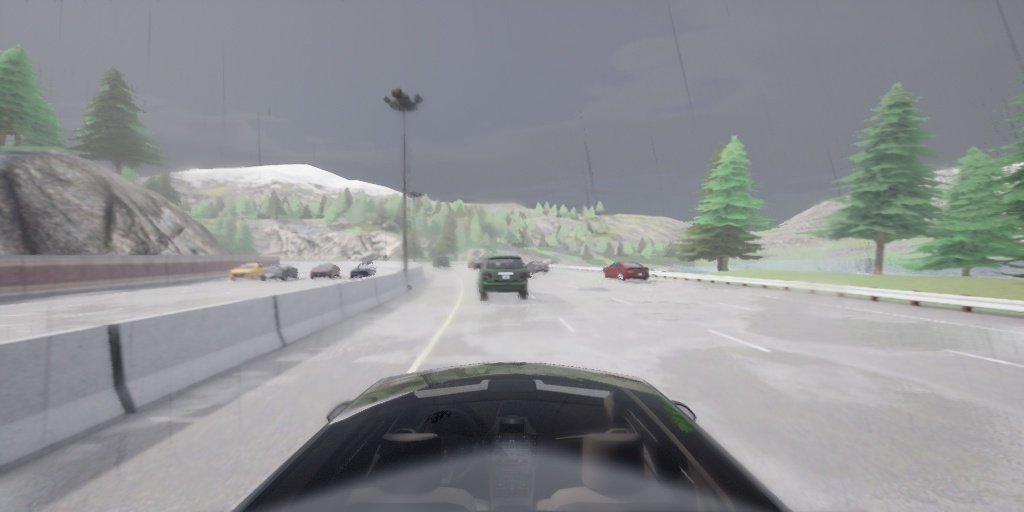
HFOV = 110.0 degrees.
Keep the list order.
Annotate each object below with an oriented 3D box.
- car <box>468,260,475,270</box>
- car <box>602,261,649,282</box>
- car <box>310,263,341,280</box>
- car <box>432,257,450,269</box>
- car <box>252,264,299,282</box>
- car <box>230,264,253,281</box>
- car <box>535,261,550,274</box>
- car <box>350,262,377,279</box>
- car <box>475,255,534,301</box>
[{"bbox_3d":[-5.357,1.313,54.346,1.882,1.535,5.008,0,0,-20],"label":"car"},{"bbox_3d":[8.618,1.130,27.673,1.882,1.535,5.008,0,0,-10],"label":"car"},{"bbox_3d":[-18.079,1.463,34.946,1.882,1.535,5.008,-1,0,-13],"label":"car"},{"bbox_3d":[-12.576,1.148,63.377,2.150,2.045,5.566,0,0,-24],"label":"car"},{"bbox_3d":[-21.175,1.513,32.831,2.128,1.511,4.902,-1,0,-13],"label":"car"},{"bbox_3d":[-25.231,1.551,34.755,1.882,1.535,5.008,-1,0,-14],"label":"car"},{"bbox_3d":[2.641,1.279,41.012,2.033,1.411,5.357,-1,0,-16],"label":"car"},{"bbox_3d":[-14.516,1.542,35.177,1.895,1.301,4.718,-1,0,-13],"label":"car"},{"bbox_3d":[-0.582,0.985,17.871,2.150,2.045,5.566,0,0,-7],"label":"car"}]
